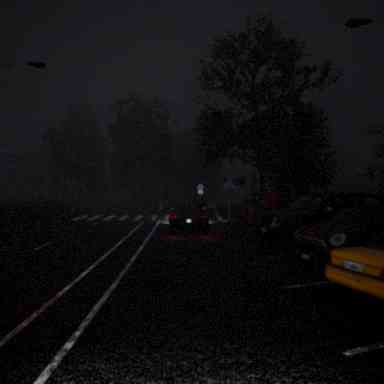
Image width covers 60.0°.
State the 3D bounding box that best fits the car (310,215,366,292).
[{"bbox_3d":[5.457,1.404,7.210,5.366,1.575,1.946,0,1,-21],"label":"car"}]

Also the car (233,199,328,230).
[{"bbox_3d":[5.048,1.181,19.020,4.892,1.521,2.231,0,1,-22],"label":"car"}]

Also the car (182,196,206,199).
[{"bbox_3d":[0.544,1.021,33.663,1.895,1.301,4.718,2,1,10],"label":"car"}]

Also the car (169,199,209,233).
[{"bbox_3d":[-0.178,1.279,17.626,1.994,1.385,4.181,0,1,-1],"label":"car"}]

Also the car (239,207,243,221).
[{"bbox_3d":[5.156,0.987,16.057,5.566,2.045,2.435,0,1,-22],"label":"car"}]

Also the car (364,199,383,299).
[{"bbox_3d":[5.292,1.196,4.140,5.566,2.045,2.435,1,1,-21],"label":"car"}]

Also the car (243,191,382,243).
[{"bbox_3d":[5.169,1.045,13.055,5.566,2.045,2.435,0,1,-21],"label":"car"}]

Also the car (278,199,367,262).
[{"bbox_3d":[5.275,1.229,10.114,4.553,1.767,2.185,0,1,-21],"label":"car"}]
